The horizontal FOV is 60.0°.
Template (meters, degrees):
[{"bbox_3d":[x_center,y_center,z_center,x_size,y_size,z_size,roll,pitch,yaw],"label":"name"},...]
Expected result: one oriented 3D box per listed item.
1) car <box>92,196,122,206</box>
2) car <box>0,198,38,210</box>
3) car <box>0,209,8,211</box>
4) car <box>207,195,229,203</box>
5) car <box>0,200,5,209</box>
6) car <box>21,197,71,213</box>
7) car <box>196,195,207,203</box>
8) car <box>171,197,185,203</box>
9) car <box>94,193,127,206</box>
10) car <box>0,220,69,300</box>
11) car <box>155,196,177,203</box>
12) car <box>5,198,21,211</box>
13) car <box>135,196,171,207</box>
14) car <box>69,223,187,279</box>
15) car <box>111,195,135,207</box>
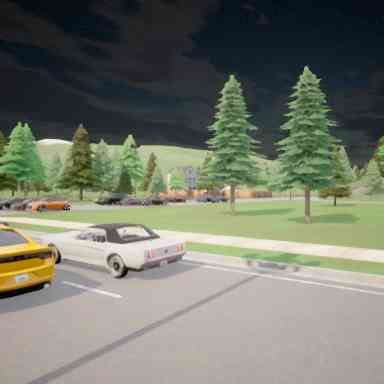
[{"bbox_3d":[-14.500,1.454,57.116,1.882,1.535,5.008,0,0,36],"label":"car"},{"bbox_3d":[-23.758,1.524,44.447,2.033,1.411,5.357,0,0,36],"label":"car"},{"bbox_3d":[-10.861,1.592,16.006,4.718,1.301,1.895,0,0,35],"label":"car"},{"bbox_3d":[5.607,1.497,66.727,1.837,1.490,4.892,0,0,36],"label":"car"},{"bbox_3d":[-21.924,1.482,41.022,1.837,1.490,4.892,0,0,36],"label":"car"},{"bbox_3d":[-16.042,1.335,37.207,2.097,1.767,4.553,0,0,36],"label":"car"},{"bbox_3d":[2.715,1.330,68.705,2.097,1.767,4.553,0,0,36],"label":"car"},{"bbox_3d":[-3.423,1.580,66.263,1.895,1.301,4.718,0,0,37],"label":"car"},{"bbox_3d":[-12.683,1.202,53.681,2.150,2.045,5.566,0,0,36],"label":"car"},{"bbox_3d":[-5.235,1.473,7.708,5.008,1.535,1.882,0,0,35],"label":"car"},{"bbox_3d":[-5.420,1.550,69.420,1.895,1.301,4.718,0,0,36],"label":"car"},{"bbox_3d":[-18.877,1.506,39.262,1.812,1.442,4.674,0,0,36],"label":"car"},{"bbox_3d":[-5.916,1.488,51.084,1.837,1.490,4.892,0,0,36],"label":"car"},{"bbox_3d":[-2.553,1.597,10.098,4.718,1.301,1.895,0,0,35],"label":"car"},{"bbox_3d":[-9.868,1.545,51.605,1.994,1.385,4.181,0,0,36],"label":"car"}]
